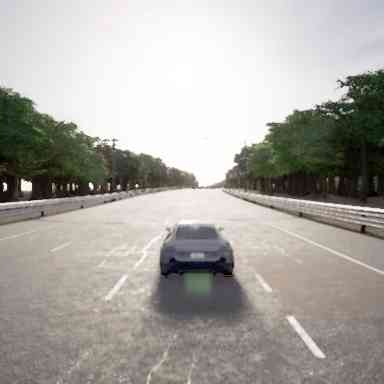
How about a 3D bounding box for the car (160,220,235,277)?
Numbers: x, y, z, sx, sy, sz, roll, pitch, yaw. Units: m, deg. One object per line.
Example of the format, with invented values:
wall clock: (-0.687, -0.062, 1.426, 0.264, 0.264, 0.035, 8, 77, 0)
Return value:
car: (0.100, 1.546, 10.224, 1.994, 1.385, 4.181, 0, 0, -1)
